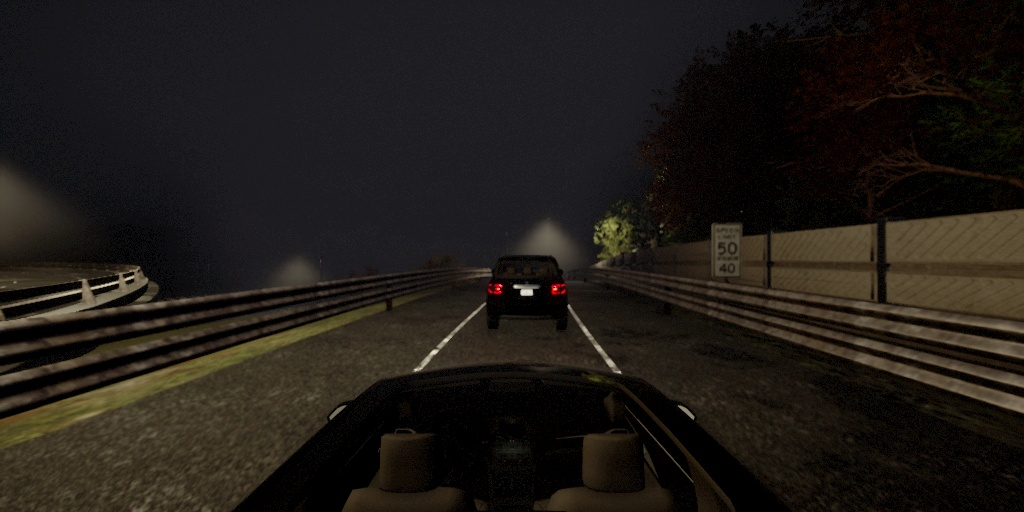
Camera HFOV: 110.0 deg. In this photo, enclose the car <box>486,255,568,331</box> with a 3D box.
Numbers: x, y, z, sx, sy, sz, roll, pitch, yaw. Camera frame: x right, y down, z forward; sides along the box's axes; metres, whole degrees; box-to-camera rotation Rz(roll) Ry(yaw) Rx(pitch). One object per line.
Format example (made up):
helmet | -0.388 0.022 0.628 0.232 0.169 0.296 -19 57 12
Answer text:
car | 0.483 0.999 11.323 2.150 2.045 5.566 0 0 3
